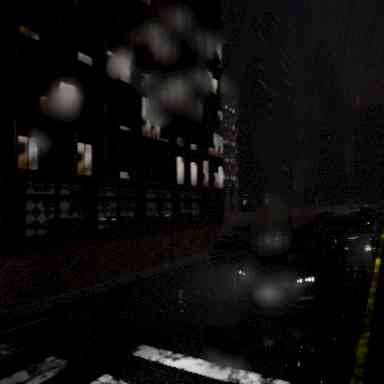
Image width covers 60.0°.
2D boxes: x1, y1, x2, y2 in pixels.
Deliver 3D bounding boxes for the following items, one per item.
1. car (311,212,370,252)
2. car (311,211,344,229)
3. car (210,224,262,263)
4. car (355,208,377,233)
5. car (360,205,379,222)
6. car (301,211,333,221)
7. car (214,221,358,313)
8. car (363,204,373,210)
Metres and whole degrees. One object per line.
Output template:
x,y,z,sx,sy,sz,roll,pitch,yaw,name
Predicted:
7.441,1.947,16.391,1.837,1.490,4.892,-2,-2,31,car
11.916,2.375,28.997,2.008,1.369,4.403,-1,-2,31,car
2.229,1.930,12.604,2.008,1.369,4.403,-1,-2,31,car
12.711,2.208,25.259,1.812,1.442,4.674,-2,-2,31,car
18.053,2.428,34.192,1.837,1.490,4.892,-2,-2,31,car
9.040,2.259,24.145,1.947,1.339,4.313,-1,-2,31,car
2.697,1.716,8.403,2.128,1.511,4.902,-2,-2,31,car
43.564,3.799,82.376,2.008,1.369,4.403,-1,-2,31,car
